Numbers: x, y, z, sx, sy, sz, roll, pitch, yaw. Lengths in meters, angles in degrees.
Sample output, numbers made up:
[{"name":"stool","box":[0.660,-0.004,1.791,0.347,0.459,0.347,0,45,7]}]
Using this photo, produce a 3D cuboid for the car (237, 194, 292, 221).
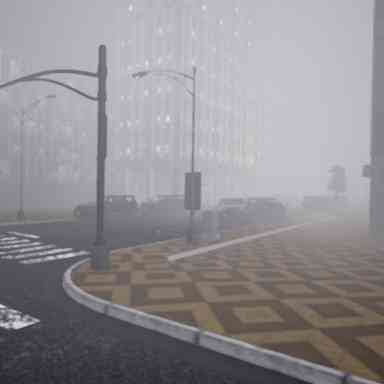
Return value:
[{"name":"car","box":[6.097,1.321,27.425,2.192,1.841,5.009,2,1,35]}]

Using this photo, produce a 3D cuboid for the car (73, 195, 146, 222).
[{"name":"car","box":[-6.117,1.121,24.271,2.192,1.841,5.009,2,1,35]}]

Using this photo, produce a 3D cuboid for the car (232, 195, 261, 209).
[{"name":"car","box":[7.067,1.277,42.749,1.967,1.590,4.097,2,1,35]}]

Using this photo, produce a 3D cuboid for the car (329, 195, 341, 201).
[{"name":"car","box":[35.612,1.416,82.880,1.752,1.417,4.829,2,1,35]}]

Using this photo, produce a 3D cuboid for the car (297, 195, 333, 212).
[{"name":"car","box":[14.684,1.338,39.663,2.192,1.841,5.009,2,1,35]}]

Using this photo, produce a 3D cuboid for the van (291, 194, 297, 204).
[{"name":"van","box":[16.455,1.198,55.868,1.690,1.788,3.998,2,1,35]}]

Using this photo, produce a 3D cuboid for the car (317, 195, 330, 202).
[{"name":"car","box":[29.289,1.462,73.970,1.802,1.307,4.206,2,1,35]}]

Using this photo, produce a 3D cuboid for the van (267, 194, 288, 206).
[{"name":"van","box":[13.245,1.191,51.344,1.690,1.788,3.998,2,1,35]}]

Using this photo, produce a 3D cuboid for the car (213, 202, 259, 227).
[{"name":"car","box":[2.598,1.580,22.503,1.802,1.307,4.206,2,1,35]}]

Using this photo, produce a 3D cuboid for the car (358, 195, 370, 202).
[{"name":"car","box":[38.927,1.507,73.935,1.967,1.590,4.097,2,1,35]}]

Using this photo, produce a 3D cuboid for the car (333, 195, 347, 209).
[{"name":"car","box":[19.672,1.347,46.786,2.192,1.841,5.009,2,1,35]}]

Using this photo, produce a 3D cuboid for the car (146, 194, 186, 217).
[{"name":"car","box":[-2.454,1.130,29.435,2.192,1.841,5.009,2,1,35]}]

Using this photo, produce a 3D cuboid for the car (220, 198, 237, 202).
[{"name":"car","box":[3.883,1.296,28.958,2.097,1.767,4.553,2,1,35]}]
